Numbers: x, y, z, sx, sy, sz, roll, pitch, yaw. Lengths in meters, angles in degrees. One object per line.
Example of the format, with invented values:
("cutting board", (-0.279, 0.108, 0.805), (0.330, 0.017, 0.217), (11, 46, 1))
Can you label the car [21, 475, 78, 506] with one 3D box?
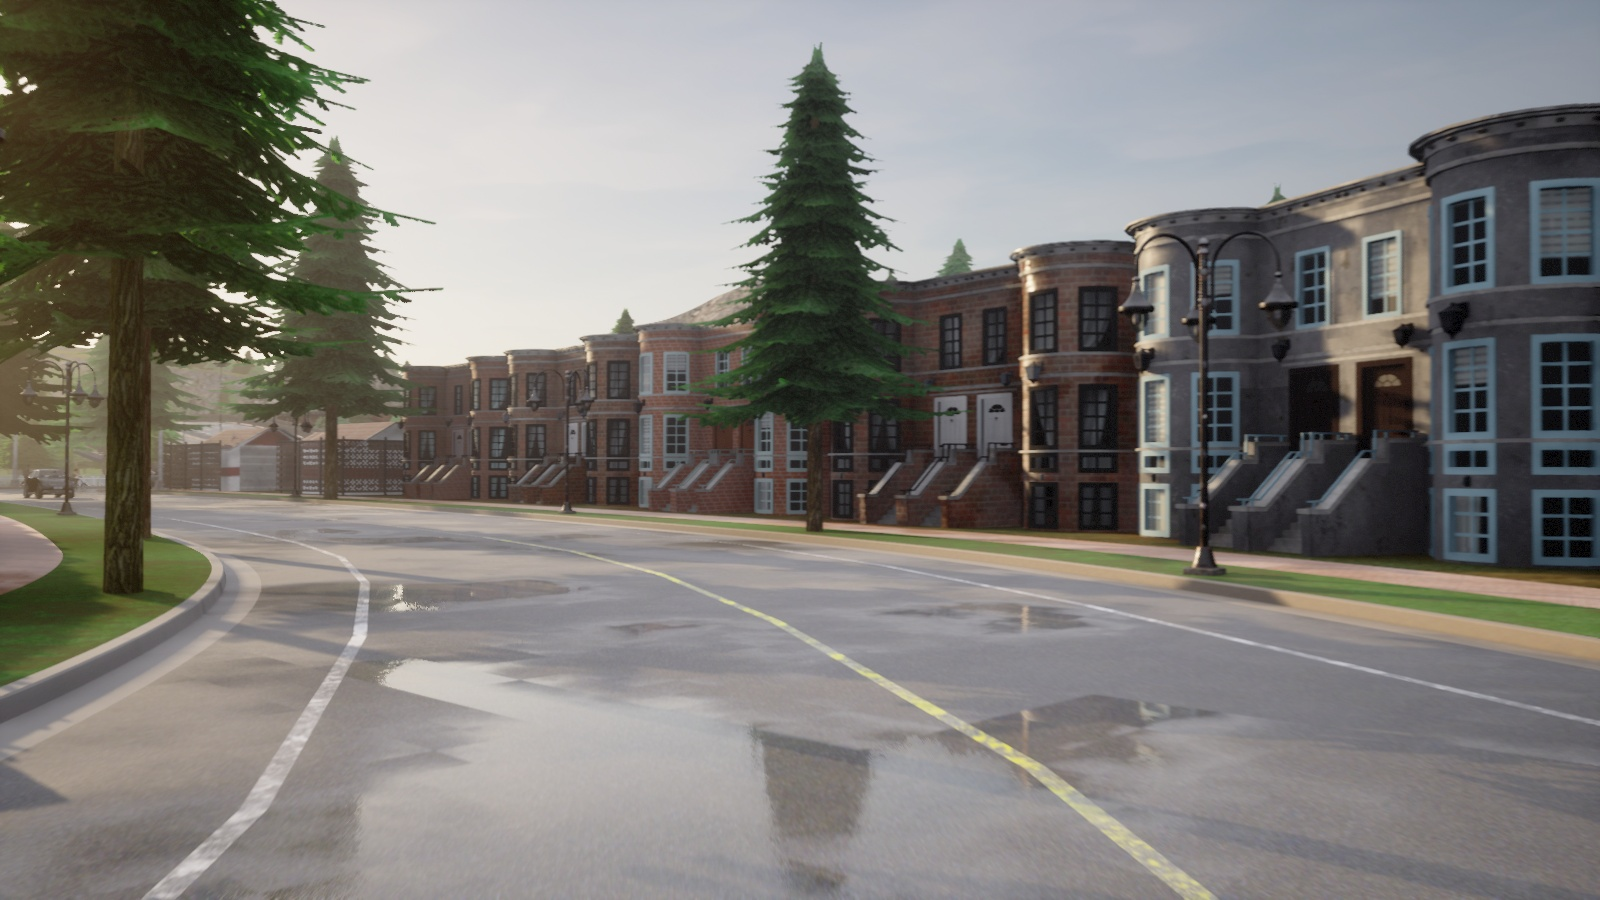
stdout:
("car", (-39.276, 2.087, 65.664), (1.789, 1.549, 3.705), (1, -1, -44))
